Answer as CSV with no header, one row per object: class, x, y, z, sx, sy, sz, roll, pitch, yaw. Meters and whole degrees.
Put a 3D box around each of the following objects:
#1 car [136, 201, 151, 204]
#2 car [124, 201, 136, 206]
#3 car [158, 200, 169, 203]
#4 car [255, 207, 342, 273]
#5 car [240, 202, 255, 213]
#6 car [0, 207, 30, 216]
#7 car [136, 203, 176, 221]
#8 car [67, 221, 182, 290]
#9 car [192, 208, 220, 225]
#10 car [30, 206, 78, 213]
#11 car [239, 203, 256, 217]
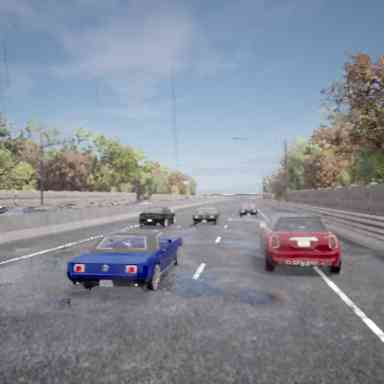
car,-9.777,2.624,70.529,1.812,1.442,4.674,-1,-1,9
car,-13.106,2.698,71.894,2.033,1.411,5.357,-1,-1,9
car,-6.123,2.422,71.254,2.097,1.767,4.553,-1,-1,9
car,3.411,1.462,11.276,2.097,1.767,4.553,-1,-1,9
car,7.600,2.134,45.795,1.895,1.301,4.718,-1,-1,9
car,-16.038,2.162,31.300,2.033,1.411,5.357,-1,-1,9
car,-2.561,1.854,25.590,1.882,1.535,5.008,-1,-1,9
car,-1.540,1.746,9.518,1.895,1.301,4.718,-1,-1,9
car,1.287,1.958,27.526,1.895,1.301,4.718,-1,-1,9
car,-12.484,2.065,31.370,2.128,1.511,4.902,-1,-1,9
car,6.088,2.015,35.861,1.895,1.301,4.718,-1,-1,9
